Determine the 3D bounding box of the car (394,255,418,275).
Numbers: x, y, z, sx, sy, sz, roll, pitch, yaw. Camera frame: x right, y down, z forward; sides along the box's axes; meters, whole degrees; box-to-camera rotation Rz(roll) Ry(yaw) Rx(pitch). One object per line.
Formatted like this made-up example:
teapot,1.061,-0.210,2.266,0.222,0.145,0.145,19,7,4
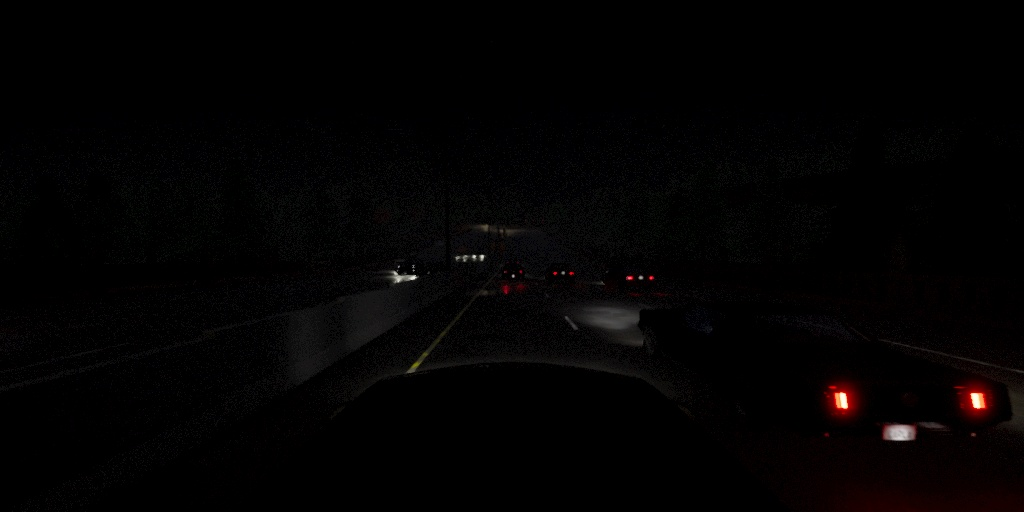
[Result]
car,-10.587,1.028,37.816,2.097,1.767,4.553,0,0,0

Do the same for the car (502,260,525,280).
car,0.100,1.292,30.689,1.895,1.301,4.718,0,0,0

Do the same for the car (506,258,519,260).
car,0.101,0.935,52.479,1.994,1.385,4.181,0,3,0

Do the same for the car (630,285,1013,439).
car,3.600,1.347,5.548,1.895,1.301,4.718,0,0,0

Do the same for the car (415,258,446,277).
car,-7.090,1.192,32.928,1.837,1.490,4.892,0,0,0

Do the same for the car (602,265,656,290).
car,7.101,1.257,22.248,2.033,1.411,5.357,0,0,0

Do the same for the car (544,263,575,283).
car,3.600,1.245,27.708,2.033,1.411,5.357,0,0,0
